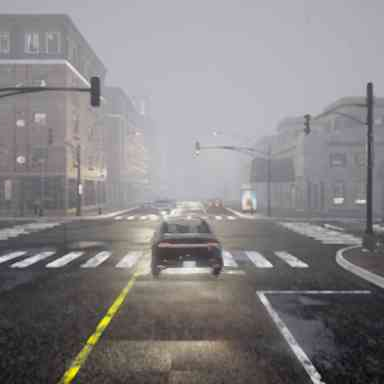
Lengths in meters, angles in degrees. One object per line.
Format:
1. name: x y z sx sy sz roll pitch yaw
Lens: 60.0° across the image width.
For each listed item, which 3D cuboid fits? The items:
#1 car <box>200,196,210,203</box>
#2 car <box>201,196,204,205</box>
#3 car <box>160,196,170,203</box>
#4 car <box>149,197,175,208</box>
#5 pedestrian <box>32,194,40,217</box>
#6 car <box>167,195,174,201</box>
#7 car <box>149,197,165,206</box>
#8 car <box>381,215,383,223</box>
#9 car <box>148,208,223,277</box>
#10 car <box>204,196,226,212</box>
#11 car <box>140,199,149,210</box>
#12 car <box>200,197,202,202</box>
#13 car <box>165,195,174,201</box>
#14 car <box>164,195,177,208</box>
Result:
1. car: 2.685 1.556 71.651 2.008 1.369 4.403 -1 0 0
2. car: 2.685 1.572 48.865 1.802 1.307 4.206 0 0 0
3. car: -5.696 1.530 71.469 1.752 1.417 4.829 0 0 0
4. car: -3.095 1.512 35.049 1.812 1.442 4.674 0 0 0
5. pedestrian: -12.631 1.054 26.884 0.375 1.860 0.375 0 0 0
6. car: -5.696 1.548 88.558 1.752 1.417 4.829 -1 0 0
7. car: -5.696 1.544 54.549 2.008 1.369 4.403 0 0 0
8. car: 14.664 1.576 21.555 4.181 1.385 1.994 0 0 0
9. car: -0.299 1.485 10.248 2.128 1.511 4.902 0 0 -6
10. car: 2.684 1.427 37.471 1.967 1.590 4.097 0 0 0
11. car: -5.696 1.539 43.156 2.008 1.369 4.403 0 0 0
12. car: 2.684 1.544 54.562 2.008 1.369 4.403 0 0 0
13. car: -5.698 1.456 83.031 1.967 1.590 4.097 0 0 0
14. car: -3.069 1.481 45.404 2.128 1.511 4.902 0 0 0
